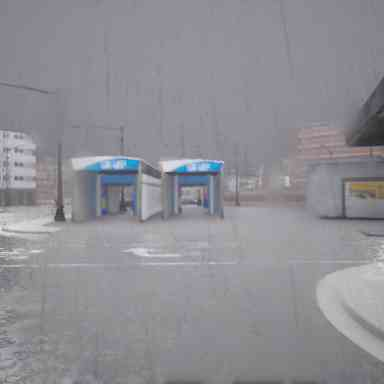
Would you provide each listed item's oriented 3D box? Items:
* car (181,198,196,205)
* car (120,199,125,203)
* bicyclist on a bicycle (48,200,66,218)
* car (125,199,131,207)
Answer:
[{"bbox_3d":[-1.227,1.861,64.421,4.181,1.385,1.994,0,0,-39],"label":"car"},{"bbox_3d":[-11.590,1.901,56.437,1.994,1.385,4.181,-1,0,35],"label":"car"},{"bbox_3d":[-12.021,1.516,29.655,1.656,1.620,0.582,-1,0,1],"label":"bicyclist on a bicycle"},{"bbox_3d":[-8.266,1.814,55.072,1.837,1.490,4.892,-1,0,35],"label":"car"}]
